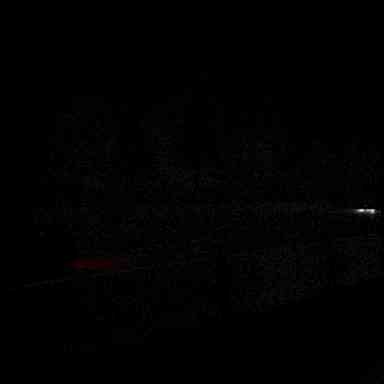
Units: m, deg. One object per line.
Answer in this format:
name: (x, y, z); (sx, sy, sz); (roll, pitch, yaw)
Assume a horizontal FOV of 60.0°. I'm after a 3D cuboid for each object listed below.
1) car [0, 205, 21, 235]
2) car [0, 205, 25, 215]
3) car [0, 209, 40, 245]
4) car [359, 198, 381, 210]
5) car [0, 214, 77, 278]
car: (-11.695, 1.486, 17.146); (4.892, 1.490, 1.837); (0, 0, -35)
car: (-7.770, 1.338, 11.348); (4.553, 1.767, 2.097); (1, 0, -35)
car: (-9.657, 1.531, 14.302); (5.357, 1.411, 2.033); (0, 0, -35)
car: (22.773, 1.442, 41.633); (4.181, 1.385, 1.994); (-1, 0, -35)
car: (-5.560, 1.497, 8.625); (4.892, 1.490, 1.837); (1, 0, -35)
